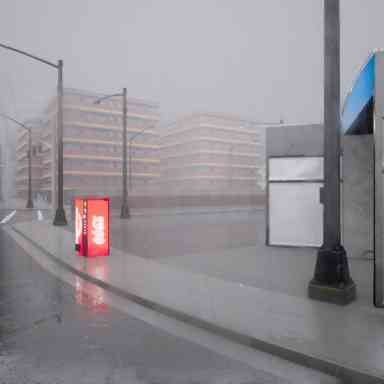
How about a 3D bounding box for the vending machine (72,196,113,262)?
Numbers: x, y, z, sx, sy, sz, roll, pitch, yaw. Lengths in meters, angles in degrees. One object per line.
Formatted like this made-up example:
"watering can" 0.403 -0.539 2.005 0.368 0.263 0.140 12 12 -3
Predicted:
"vending machine" -3.375 1.195 11.275 1.100 2.100 0.880 0 0 -36
